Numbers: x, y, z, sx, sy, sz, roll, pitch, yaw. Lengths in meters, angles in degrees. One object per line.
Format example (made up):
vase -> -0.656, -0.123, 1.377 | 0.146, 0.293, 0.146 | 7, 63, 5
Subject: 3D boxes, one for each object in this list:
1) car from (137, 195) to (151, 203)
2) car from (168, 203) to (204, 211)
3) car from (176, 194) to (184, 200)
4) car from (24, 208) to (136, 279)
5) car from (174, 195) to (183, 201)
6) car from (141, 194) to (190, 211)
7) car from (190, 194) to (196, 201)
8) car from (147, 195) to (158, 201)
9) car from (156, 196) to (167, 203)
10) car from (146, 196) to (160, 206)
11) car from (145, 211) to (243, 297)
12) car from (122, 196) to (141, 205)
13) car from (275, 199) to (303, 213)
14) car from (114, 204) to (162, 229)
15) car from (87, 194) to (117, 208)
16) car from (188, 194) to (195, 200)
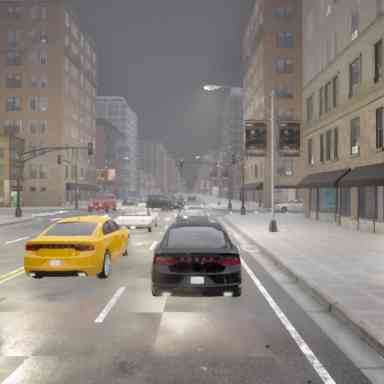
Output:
car -> -9.769, 1.498, 68.099 | 2.128, 1.511, 4.902 | 0, 0, 0
car -> -0.004, 1.547, 18.442 | 2.033, 1.411, 5.357 | 0, 0, 0
car -> -3.272, 1.391, 91.210 | 2.033, 1.411, 5.357 | 0, 0, 0
car -> -3.154, 1.478, 10.108 | 1.882, 1.535, 5.008 | 0, 0, 0
car -> -3.269, 1.482, 80.790 | 1.837, 1.490, 4.892 | 0, 0, 0
car -> -3.129, 1.225, 38.255 | 2.150, 2.045, 5.566 | -2, 1, -41
car -> -0.019, 1.460, 80.791 | 1.882, 1.535, 5.008 | 0, 0, 0
car -> -9.770, 1.492, 83.215 | 2.128, 1.511, 4.902 | 0, 0, 0
car -> -6.517, 1.512, 71.003 | 1.812, 1.442, 4.674 | 0, 0, 0
car -> -6.597, 1.519, 56.852 | 1.812, 1.442, 4.674 | 0, 0, 0
car -> 0.098, 1.478, 8.623 | 1.882, 1.535, 5.008 | 0, 0, 0
car -> -9.857, 1.497, 53.046 | 1.837, 1.490, 4.892 | 0, 1, 0
car -> 11.711, 1.562, 37.436 | 4.674, 1.442, 1.812 | 0, 0, 0
car -> -3.155, 1.601, 20.003 | 1.895, 1.301, 4.718 | 0, 0, 0
car -> -9.861, 1.230, 36.859 | 2.150, 2.045, 5.566 | 0, 0, 0
car -> -0.022, 1.328, 91.211 | 1.882, 1.535, 5.008 | 0, 0, 0
